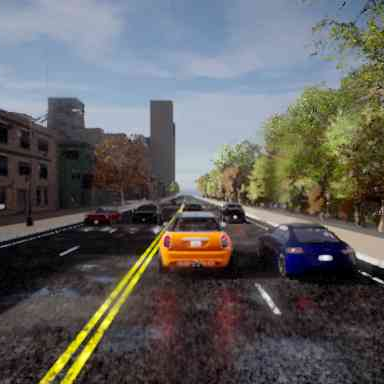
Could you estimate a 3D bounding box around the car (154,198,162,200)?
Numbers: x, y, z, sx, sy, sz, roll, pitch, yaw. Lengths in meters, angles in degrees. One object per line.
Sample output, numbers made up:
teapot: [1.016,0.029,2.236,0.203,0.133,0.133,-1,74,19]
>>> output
car: [-6.739,1.992,65.729,2.128,1.511,4.902,0,0,-1]

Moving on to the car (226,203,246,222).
car: [3.361,1.706,28.238,1.837,1.490,4.892,0,0,0]

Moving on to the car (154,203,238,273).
car: [0.105,1.432,11.143,2.097,1.767,4.553,0,0,0]

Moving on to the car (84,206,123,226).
car: [-6.589,1.779,25.126,1.895,1.301,4.718,0,0,0]

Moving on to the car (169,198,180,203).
car: [-3.491,2.006,66.184,1.837,1.490,4.892,0,0,-1]

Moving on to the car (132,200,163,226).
car: [-3.338,1.659,25.508,1.882,1.535,5.008,0,0,0]

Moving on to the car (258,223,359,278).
car: [3.354,1.639,10.351,1.994,1.385,4.181,0,0,0]

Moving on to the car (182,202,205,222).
car: [0.112,1.689,29.757,1.882,1.535,5.008,0,0,0]
